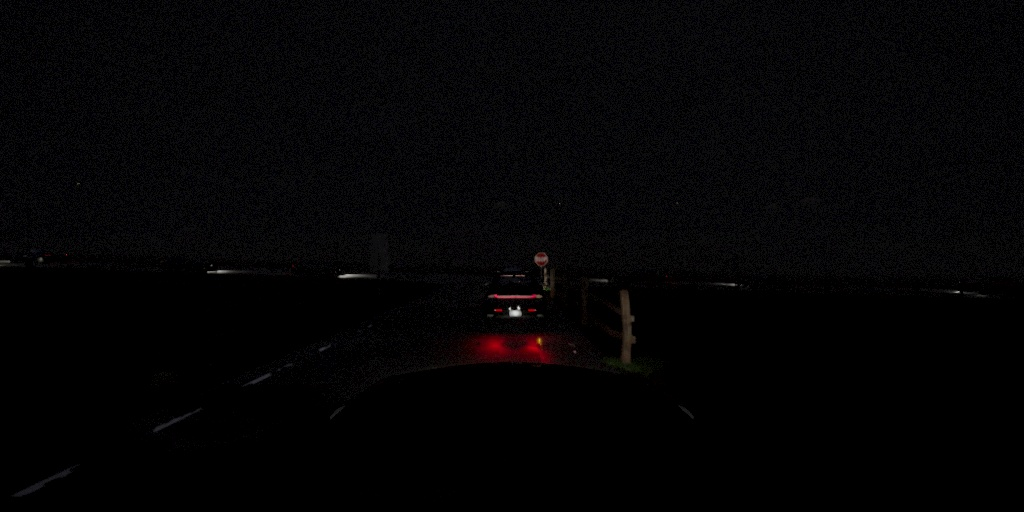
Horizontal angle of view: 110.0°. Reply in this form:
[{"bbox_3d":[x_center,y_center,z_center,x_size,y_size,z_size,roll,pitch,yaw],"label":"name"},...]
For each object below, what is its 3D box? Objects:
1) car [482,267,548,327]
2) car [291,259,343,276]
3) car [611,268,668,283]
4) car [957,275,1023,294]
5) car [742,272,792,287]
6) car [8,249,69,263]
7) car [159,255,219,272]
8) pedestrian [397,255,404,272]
[{"bbox_3d":[0.080,1.301,11.874,2.128,1.511,4.902,0,0,0],"label":"car"},{"bbox_3d":[-17.762,1.034,32.815,4.181,1.385,1.994,2,2,0],"label":"car"},{"bbox_3d":[12.666,1.881,35.669,5.357,1.411,2.033,2,2,0],"label":"car"},{"bbox_3d":[47.255,2.715,35.471,4.553,1.767,2.097,1,2,1],"label":"car"},{"bbox_3d":[25.258,2.288,35.629,4.181,1.385,1.994,2,2,0],"label":"car"},{"bbox_3d":[-47.243,-0.038,35.791,4.181,1.385,1.994,2,2,0],"label":"car"},{"bbox_3d":[-29.518,0.642,32.850,4.181,1.385,1.994,2,2,0],"label":"car"},{"bbox_3d":[-12.101,0.774,38.758,0.375,1.860,0.375,0,0,0],"label":"pedestrian"}]
